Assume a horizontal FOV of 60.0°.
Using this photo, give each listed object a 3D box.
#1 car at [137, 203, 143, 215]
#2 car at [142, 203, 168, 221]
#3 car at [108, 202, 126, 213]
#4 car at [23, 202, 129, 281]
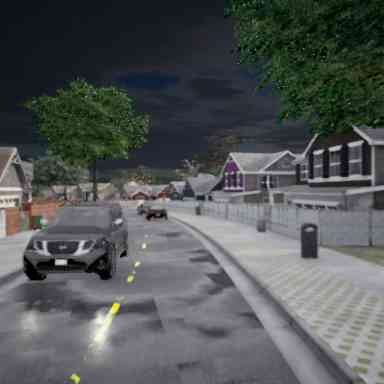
[{"bbox_3d":[-6.026,2.198,43.462,1.837,1.490,4.892,0,-1,-16],"label":"car"},{"bbox_3d":[-3.580,1.988,33.148,1.882,1.535,5.008,0,-1,-12],"label":"car"},{"bbox_3d":[-11.852,2.370,52.187,2.128,1.511,4.902,0,-1,-19],"label":"car"},{"bbox_3d":[-3.352,1.381,10.769,2.150,2.045,5.566,0,-1,-4],"label":"car"}]
